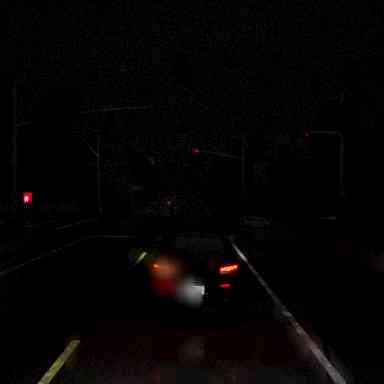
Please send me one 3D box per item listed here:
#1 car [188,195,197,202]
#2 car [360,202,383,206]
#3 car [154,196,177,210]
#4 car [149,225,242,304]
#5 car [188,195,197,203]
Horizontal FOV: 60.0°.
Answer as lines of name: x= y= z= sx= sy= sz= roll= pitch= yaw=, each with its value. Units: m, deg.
car: x=0.078 y=1.525 z=80.822 sx=2.128 sy=1.511 sz=4.902 roll=0 pitch=0 yaw=0
car: x=15.566 y=1.528 z=28.590 sx=5.357 sy=1.411 sz=2.033 roll=0 pitch=0 yaw=-6
car: x=-3.551 y=1.352 z=42.326 sx=2.097 sy=1.767 sz=4.553 roll=0 pitch=0 yaw=2
car: x=0.080 y=1.526 z=8.028 sx=1.812 sy=1.442 sz=4.674 roll=0 pitch=0 yaw=0
car: x=0.090 y=1.596 z=70.712 sx=1.895 sy=1.301 sz=4.718 roll=0 pitch=0 yaw=0
